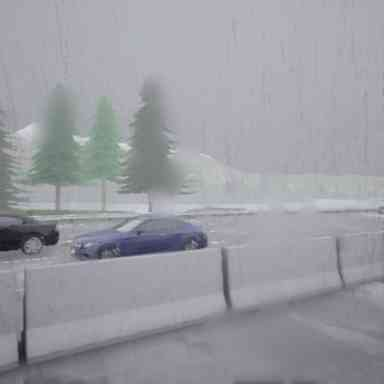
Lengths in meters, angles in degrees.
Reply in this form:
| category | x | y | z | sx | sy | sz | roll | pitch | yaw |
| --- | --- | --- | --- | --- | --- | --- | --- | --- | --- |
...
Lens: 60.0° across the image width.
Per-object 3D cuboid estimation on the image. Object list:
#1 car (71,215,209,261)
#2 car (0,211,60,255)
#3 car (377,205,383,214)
| category | x | y | z | sx | sy | sz | roll | pitch | yaw |
| --- | --- | --- | --- | --- | --- | --- | --- | --- | --- |
| car | -1.589 | 1.518 | 11.209 | 4.674 | 1.442 | 1.812 | 0 | 0 | -33 |
| car | -7.273 | 1.434 | 11.569 | 5.008 | 1.535 | 1.882 | 0 | 0 | -35 |
| car | 21.823 | 1.680 | 35.229 | 4.674 | 1.442 | 1.812 | 1 | 0 | -22 |
